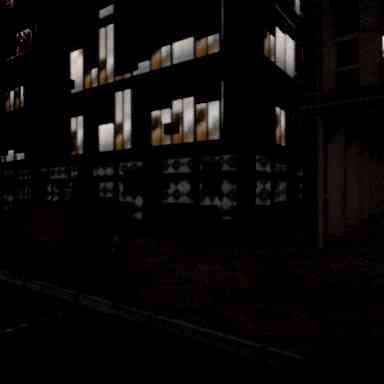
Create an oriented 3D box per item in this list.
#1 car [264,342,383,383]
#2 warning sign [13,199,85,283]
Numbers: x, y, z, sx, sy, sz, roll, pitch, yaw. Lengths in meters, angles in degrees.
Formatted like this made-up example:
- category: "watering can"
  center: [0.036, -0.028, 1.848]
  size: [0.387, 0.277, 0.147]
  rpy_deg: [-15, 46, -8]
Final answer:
- category: "car"
  center: [2.066, 1.440, 1.401]
  size: [4.097, 1.590, 1.967]
  rpy_deg: [0, 0, 35]
- category: "warning sign"
  center: [-3.549, 1.115, 8.323]
  size: [1.060, 1.860, 1.300]
  rpy_deg: [0, 0, 35]
